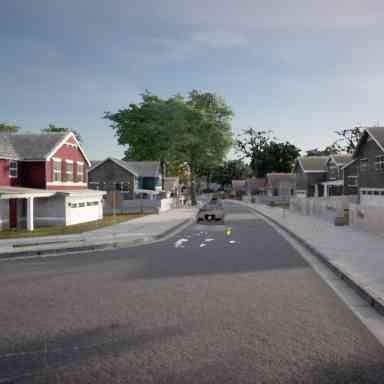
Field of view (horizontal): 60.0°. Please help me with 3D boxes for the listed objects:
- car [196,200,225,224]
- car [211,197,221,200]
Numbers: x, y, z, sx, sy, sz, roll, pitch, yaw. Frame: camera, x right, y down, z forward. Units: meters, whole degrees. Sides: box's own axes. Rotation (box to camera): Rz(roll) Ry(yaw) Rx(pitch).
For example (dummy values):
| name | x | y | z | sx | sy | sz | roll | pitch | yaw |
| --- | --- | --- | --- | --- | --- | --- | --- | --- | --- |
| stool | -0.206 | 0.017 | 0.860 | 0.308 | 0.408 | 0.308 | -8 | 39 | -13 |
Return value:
| name | x | y | z | sx | sy | sz | roll | pitch | yaw |
| --- | --- | --- | --- | --- | --- | --- | --- | --- | --- |
| car | 1.455 | 1.591 | 25.128 | 1.994 | 1.385 | 4.181 | 0 | 0 | 7 |
| car | 3.603 | 1.582 | 49.904 | 1.837 | 1.490 | 4.892 | 0 | 0 | 3 |
